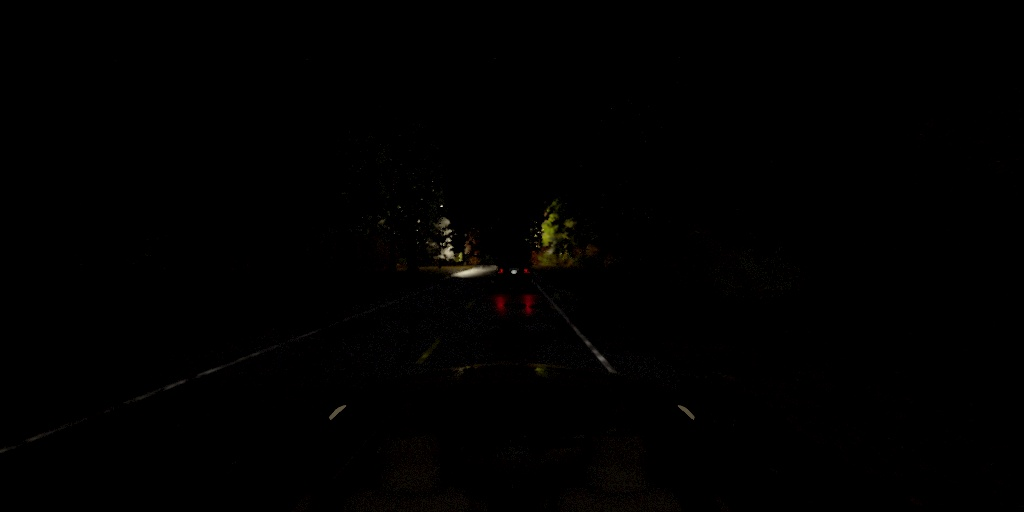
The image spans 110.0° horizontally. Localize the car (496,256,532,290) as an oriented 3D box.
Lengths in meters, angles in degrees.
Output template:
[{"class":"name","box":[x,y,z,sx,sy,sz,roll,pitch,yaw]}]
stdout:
[{"class":"car","box":[0.108,1.031,23.477,2.150,2.045,5.566,0,0,0]}]
